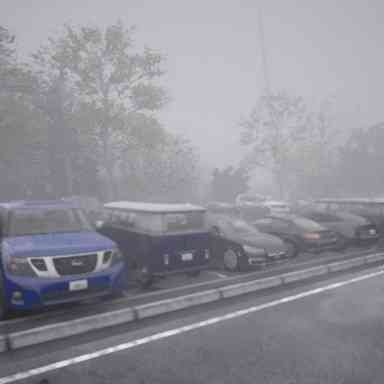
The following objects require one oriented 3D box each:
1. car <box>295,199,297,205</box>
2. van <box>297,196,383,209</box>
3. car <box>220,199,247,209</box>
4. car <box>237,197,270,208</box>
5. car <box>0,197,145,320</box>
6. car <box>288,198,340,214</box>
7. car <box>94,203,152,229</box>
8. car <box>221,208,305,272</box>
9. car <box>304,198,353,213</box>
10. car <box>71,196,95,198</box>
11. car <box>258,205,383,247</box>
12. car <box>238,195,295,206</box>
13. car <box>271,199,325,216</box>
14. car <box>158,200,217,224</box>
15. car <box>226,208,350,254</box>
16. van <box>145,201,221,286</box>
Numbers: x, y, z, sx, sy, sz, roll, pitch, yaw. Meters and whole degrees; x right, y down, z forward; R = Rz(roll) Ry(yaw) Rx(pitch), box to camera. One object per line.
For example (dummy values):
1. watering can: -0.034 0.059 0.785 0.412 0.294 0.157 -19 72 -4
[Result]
1. car: 8.633 1.510 32.874 2.097 1.535 5.008 0 0 -36
2. van: 7.743 1.308 16.274 1.878 1.987 4.442 0 0 -36
3. car: 1.873 1.533 28.010 2.097 1.535 5.008 0 0 -36
4. car: 4.130 1.528 29.629 2.231 1.521 4.892 0 0 -36
5. car: -3.564 1.255 7.982 2.435 2.045 5.566 0 0 -36
6. car: 13.143 1.495 36.112 2.231 1.521 4.892 0 0 -36
7. car: -4.917 1.564 23.180 2.163 1.488 4.792 0 0 -36
8. car: 0.972 1.528 11.279 2.231 1.521 4.892 0 0 -36
9. car: 15.384 1.515 37.748 2.163 1.488 4.792 0 0 -36
10. car: -7.137 1.277 21.516 2.435 2.045 5.566 0 0 -36
11. car: 5.517 1.566 14.569 2.163 1.488 4.792 0 0 -36
12. car: 6.397 1.268 31.228 2.435 2.045 5.566 0 0 -36
13. car: 10.888 1.502 34.493 2.097 1.535 5.008 0 0 -36
14. car: -0.494 1.534 26.545 1.946 1.575 5.366 0 0 -36
15. car: 3.254 1.574 12.906 2.002 1.452 4.674 0 0 -36
16. van: -1.373 1.294 9.732 1.878 1.987 4.442 0 0 -36
